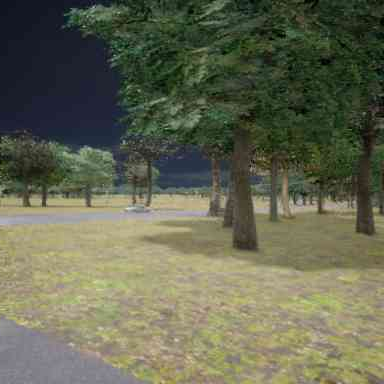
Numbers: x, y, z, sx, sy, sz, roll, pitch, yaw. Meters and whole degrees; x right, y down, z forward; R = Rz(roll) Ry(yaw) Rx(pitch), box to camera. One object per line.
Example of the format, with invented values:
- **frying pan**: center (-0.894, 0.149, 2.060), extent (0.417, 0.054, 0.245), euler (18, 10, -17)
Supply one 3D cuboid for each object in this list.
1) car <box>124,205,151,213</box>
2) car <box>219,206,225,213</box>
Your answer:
- **car**: center (-9.155, 2.870, 55.590), extent (1.895, 1.301, 4.718), euler (1, -1, 36)
- **car**: center (6.815, 3.444, 66.516), extent (2.033, 1.411, 5.357), euler (1, -1, 30)
